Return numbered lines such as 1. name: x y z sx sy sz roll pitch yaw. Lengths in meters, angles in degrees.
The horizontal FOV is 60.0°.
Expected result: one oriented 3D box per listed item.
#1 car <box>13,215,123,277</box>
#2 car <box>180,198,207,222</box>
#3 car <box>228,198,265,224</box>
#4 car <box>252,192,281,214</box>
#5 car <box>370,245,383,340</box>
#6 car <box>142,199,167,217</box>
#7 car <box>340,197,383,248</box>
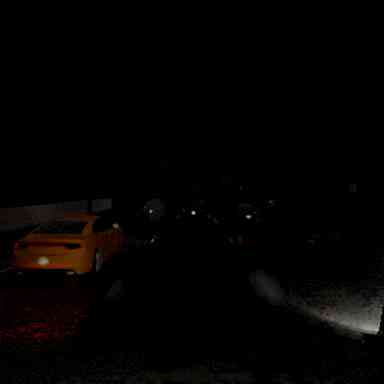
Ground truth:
1. car: -3.400 1.426 10.095 1.882 1.535 5.008 0 0 0
2. car: 0.117 1.435 25.213 1.994 1.385 4.181 0 0 0
3. car: 3.606 1.405 23.490 1.812 1.442 4.674 0 0 0
4. car: 7.223 1.054 32.752 2.150 2.045 5.566 0 0 1
5. car: 3.601 1.548 2.958 1.994 1.385 4.181 0 0 0
6. car: -3.335 1.374 29.699 1.812 1.442 4.674 0 0 1
7. car: 7.099 1.164 11.169 2.150 2.045 5.566 0 0 0
